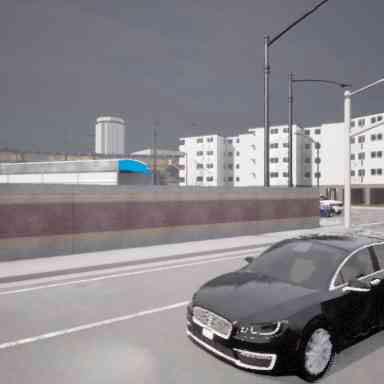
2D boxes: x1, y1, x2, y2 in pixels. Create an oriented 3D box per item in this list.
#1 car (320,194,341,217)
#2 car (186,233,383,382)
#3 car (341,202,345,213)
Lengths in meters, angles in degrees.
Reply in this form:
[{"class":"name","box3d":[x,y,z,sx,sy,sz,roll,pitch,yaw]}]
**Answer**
[{"class":"car","box3d":[10.710,1.352,30.364,2.097,1.767,4.553,0,0,-33]},{"class":"car","box3d":[2.177,1.505,5.527,4.892,1.490,1.837,0,0,-35]},{"class":"car","box3d":[12.620,1.221,33.799,2.150,2.045,5.566,0,0,-35]}]
